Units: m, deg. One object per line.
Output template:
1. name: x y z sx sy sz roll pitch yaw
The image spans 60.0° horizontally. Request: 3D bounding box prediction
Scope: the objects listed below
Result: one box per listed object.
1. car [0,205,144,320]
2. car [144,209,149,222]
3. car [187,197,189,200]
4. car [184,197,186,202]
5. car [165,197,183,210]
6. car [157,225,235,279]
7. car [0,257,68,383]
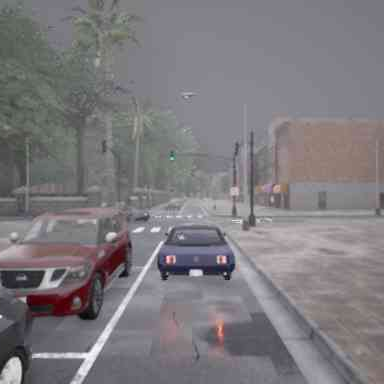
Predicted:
1. car: -2.637 1.342 7.564 2.192 1.841 5.009 0 0 0
2. car: -5.519 1.720 26.761 4.181 1.385 1.994 -1 -1 24
3. car: -2.617 2.196 91.218 1.887 1.381 4.507 0 -1 0
4. car: -2.623 1.959 62.776 1.802 1.307 4.206 0 0 0
5. car: -2.628 1.682 45.712 1.967 1.590 4.097 0 0 0
6. car: 0.103 1.637 10.096 1.895 1.301 4.718 0 0 0
7. car: -2.638 1.558 2.099 2.008 1.369 4.403 0 0 0
